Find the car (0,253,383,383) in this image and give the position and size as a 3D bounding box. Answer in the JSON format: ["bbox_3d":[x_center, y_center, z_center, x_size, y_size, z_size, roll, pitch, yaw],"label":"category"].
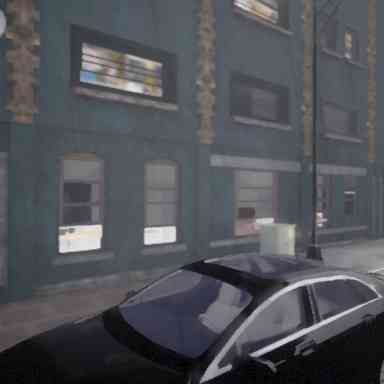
[{"bbox_3d":[0.453,1.490,3.389,4.902,1.511,2.128,0,0,-36],"label":"car"}]
